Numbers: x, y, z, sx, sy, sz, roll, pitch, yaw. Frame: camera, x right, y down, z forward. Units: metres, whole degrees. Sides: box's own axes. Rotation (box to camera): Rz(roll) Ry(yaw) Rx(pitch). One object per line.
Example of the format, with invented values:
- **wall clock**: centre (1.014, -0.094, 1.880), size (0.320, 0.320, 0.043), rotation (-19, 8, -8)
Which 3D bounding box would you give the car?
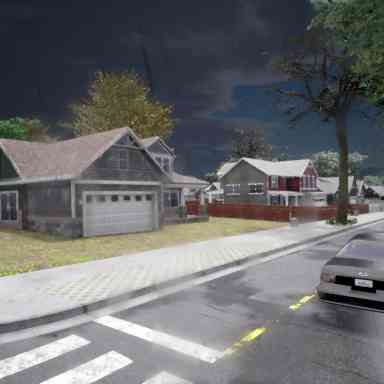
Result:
- **car**: centre (4.562, 1.671, 7.795), size (2.033, 1.411, 5.357), rotation (-2, -2, 38)
